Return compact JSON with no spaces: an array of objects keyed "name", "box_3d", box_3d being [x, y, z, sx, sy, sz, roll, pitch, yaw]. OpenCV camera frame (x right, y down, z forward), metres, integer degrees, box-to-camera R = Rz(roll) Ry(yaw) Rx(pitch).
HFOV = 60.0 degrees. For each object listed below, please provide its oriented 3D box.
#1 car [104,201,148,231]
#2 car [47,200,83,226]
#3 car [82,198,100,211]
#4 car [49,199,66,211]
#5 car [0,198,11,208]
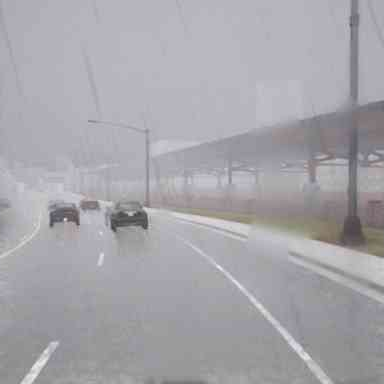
[{"name":"car","box_3d":[-4.204,1.317,20.714,2.097,1.767,4.553,-1,0,-20]},{"name":"car","box_3d":[-9.018,1.499,23.443,1.837,1.490,4.892,0,0,-22]},{"name":"car","box_3d":[-12.364,1.464,40.032,1.882,1.535,5.008,-1,0,-24]},{"name":"car","box_3d":[-17.176,1.622,42.288,1.895,1.301,4.718,-1,0,-24]},{"name":"car","box_3d":[-27.789,1.601,48.779,1.837,1.490,4.892,-1,0,-24]}]
